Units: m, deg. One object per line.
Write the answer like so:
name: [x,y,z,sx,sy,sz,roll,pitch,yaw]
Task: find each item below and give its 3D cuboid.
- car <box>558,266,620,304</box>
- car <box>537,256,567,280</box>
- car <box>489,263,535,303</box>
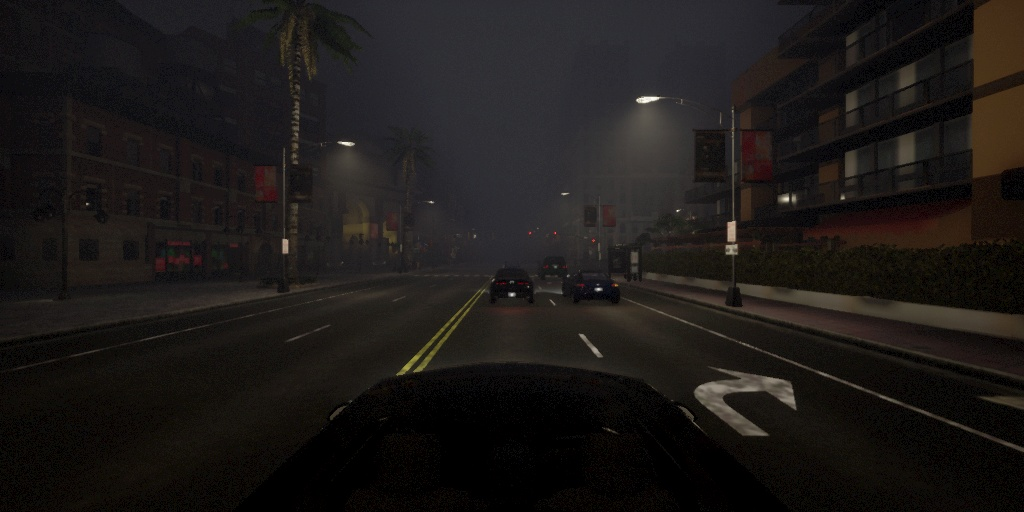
car: [3.500,1.321,16.479,1.994,1.385,4.181,0,0,0]
car: [3.500,1.006,31.509,2.150,2.045,5.566,0,0,0]
car: [0.000,1.265,16.479,1.837,1.490,4.892,0,0,0]
